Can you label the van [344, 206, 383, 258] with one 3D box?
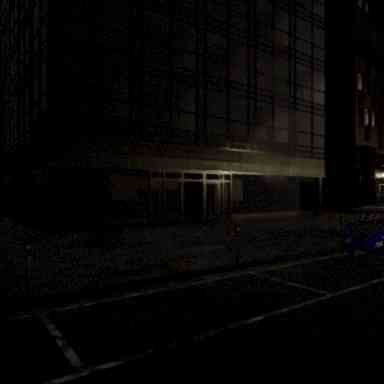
[{"bbox_3d":[6.953,1.364,11.604,3.998,1.788,1.690,0,0,-35],"label":"van"}]
